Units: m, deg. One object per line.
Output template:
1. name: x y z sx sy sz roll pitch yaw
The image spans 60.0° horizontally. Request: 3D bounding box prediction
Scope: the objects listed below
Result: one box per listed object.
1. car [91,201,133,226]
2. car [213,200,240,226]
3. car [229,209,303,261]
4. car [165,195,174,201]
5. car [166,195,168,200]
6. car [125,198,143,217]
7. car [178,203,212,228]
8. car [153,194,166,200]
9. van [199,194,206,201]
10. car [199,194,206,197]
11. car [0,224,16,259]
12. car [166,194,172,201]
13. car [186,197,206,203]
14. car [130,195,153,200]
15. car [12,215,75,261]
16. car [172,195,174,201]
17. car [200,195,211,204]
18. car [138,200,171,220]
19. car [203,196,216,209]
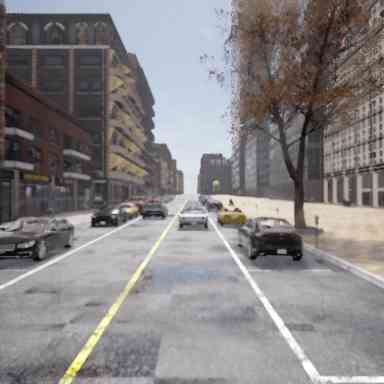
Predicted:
1. car: -5.676 1.582 23.314 1.947 1.339 4.313 1 0 0
2. car: 2.705 1.541 23.483 1.752 1.417 4.829 1 0 0
3. car: 2.703 1.559 12.173 2.008 1.369 4.403 1 0 0
4. car: -5.668 1.600 84.411 1.752 1.417 4.829 1 0 0
5. car: -5.672 1.590 56.732 1.887 1.381 4.507 1 0 0
6. car: -5.674 1.546 28.714 1.752 1.417 4.829 1 0 0
7. car: 0.103 1.616 22.348 1.895 1.301 4.718 0 0 0
8. car: -5.669 1.355 51.162 2.192 1.841 5.009 1 0 0
9. van: 2.715 1.415 84.579 1.690 1.788 3.998 1 0 0
10. car: 2.710 1.485 56.729 1.967 1.590 4.097 1 0 0
11. car: -5.677 1.570 6.605 1.947 1.339 4.313 1 0 0
12. car: -5.670 1.622 67.871 1.947 1.339 4.313 1 0 0
13. car: 0.106 1.573 35.377 2.033 1.411 5.357 0 0 0
14. car: -5.670 1.340 34.454 2.192 1.841 5.009 1 0 0
15. car: -5.677 1.559 12.175 2.008 1.369 4.403 1 0 0
16. car: -5.670 1.613 73.441 2.008 1.369 4.403 1 0 0
17. car: 2.712 1.496 67.870 1.967 1.590 4.097 1 0 0
18. car: -3.095 1.621 28.591 1.895 1.301 4.718 0 0 0
19. car: 2.707 1.581 40.022 2.008 1.369 4.403 1 0 0
